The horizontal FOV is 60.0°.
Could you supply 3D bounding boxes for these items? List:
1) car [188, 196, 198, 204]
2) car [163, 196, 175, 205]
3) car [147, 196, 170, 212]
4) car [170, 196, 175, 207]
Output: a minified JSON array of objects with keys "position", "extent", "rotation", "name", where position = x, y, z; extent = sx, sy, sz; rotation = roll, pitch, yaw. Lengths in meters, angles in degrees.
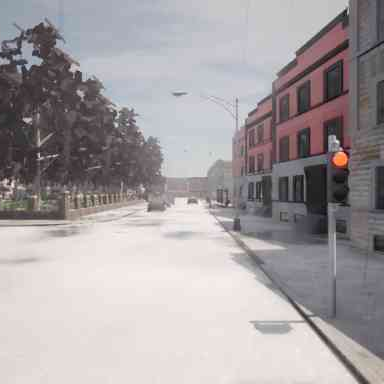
[{"position":[0.140,1.532,62.746],"extent":[1.812,1.442,4.674],"rotation":[0,0,0],"name":"car"},{"position":[-4.039,1.511,59.621],"extent":[1.837,1.490,4.892],"rotation":[0,0,0],"name":"car"},{"position":[-4.080,1.482,39.322],"extent":[1.882,1.535,5.008],"rotation":[0,0,0],"name":"car"},{"position":[-4.074,1.553,49.221],"extent":[2.033,1.411,5.357],"rotation":[0,0,0],"name":"car"}]
